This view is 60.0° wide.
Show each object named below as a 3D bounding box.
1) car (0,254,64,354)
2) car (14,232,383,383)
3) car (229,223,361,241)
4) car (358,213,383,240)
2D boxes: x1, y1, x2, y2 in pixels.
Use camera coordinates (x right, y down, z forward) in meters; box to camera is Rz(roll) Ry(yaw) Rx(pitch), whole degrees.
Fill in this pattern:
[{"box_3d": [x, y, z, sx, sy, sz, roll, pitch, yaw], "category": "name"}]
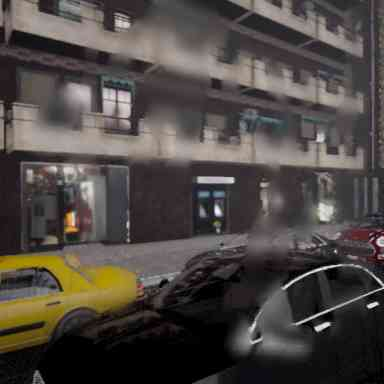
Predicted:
[{"box_3d": [-2.989, 1.526, 4.531, 4.829, 1.417, 1.752, 0, -1, -35], "category": "car"}, {"box_3d": [0.799, 1.509, 3.942, 4.892, 1.490, 1.837, 0, 0, -36], "category": "car"}, {"box_3d": [1.803, 1.557, 7.882, 4.403, 1.369, 2.008, 0, -1, -35], "category": "car"}, {"box_3d": [6.446, 1.452, 11.150, 4.097, 1.590, 1.967, 0, -1, -35], "category": "car"}]
